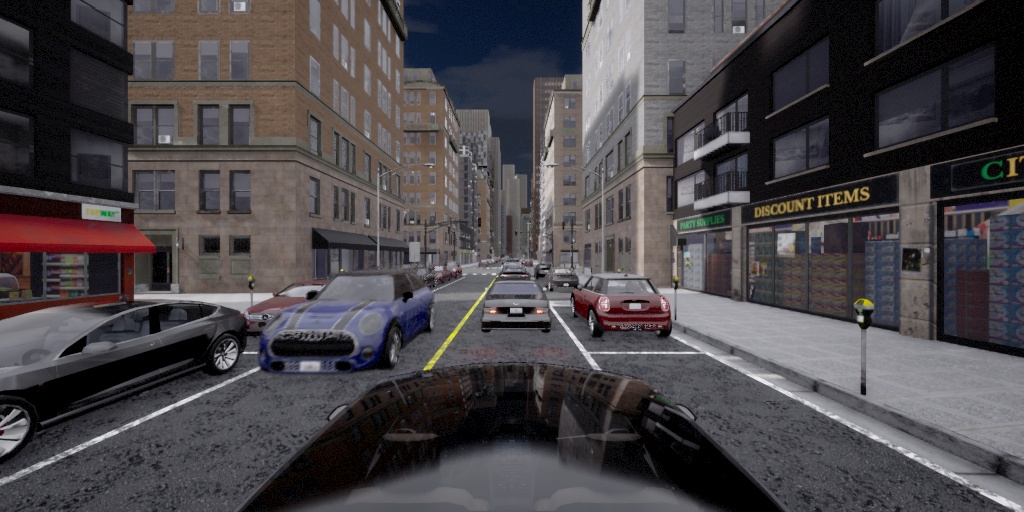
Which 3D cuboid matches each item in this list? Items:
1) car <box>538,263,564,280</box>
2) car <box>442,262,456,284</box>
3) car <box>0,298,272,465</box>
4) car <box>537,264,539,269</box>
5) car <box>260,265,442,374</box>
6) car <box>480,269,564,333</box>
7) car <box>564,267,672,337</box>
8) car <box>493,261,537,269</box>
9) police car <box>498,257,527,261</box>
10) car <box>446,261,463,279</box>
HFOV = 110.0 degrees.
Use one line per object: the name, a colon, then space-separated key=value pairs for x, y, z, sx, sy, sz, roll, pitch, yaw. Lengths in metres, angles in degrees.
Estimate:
car: x=2.890 y=1.301 z=21.275 sx=2.007 sy=1.370 sz=4.403 roll=0 pitch=0 yaw=0
car: x=-5.625 y=1.334 z=26.792 sx=1.802 sy=1.307 sz=4.207 roll=0 pitch=0 yaw=0
car: x=-5.666 y=1.315 z=4.787 sx=1.948 sy=1.339 sz=4.313 roll=0 pitch=0 yaw=0
car: x=2.911 y=1.319 z=32.277 sx=1.948 sy=1.339 sz=4.313 roll=0 pitch=0 yaw=0
car: x=-3.091 y=1.102 z=7.740 sx=2.097 sy=1.767 sz=4.553 roll=0 pitch=0 yaw=0
car: x=0.111 y=1.297 z=10.743 sx=2.033 sy=1.411 sz=5.357 roll=0 pitch=0 yaw=0
car: x=2.870 y=1.190 z=10.272 sx=1.967 sy=1.591 sz=4.097 roll=0 pitch=0 yaw=0
car: x=0.132 y=1.242 z=21.266 sx=2.128 sy=1.511 sz=4.902 roll=0 pitch=0 yaw=0
police car: x=0.051 y=1.178 z=31.286 sx=1.930 sy=1.638 sz=5.238 roll=0 pitch=0 yaw=0
car: x=-5.615 y=1.193 z=32.293 sx=1.967 sy=1.591 sz=4.097 roll=0 pitch=0 yaw=0
